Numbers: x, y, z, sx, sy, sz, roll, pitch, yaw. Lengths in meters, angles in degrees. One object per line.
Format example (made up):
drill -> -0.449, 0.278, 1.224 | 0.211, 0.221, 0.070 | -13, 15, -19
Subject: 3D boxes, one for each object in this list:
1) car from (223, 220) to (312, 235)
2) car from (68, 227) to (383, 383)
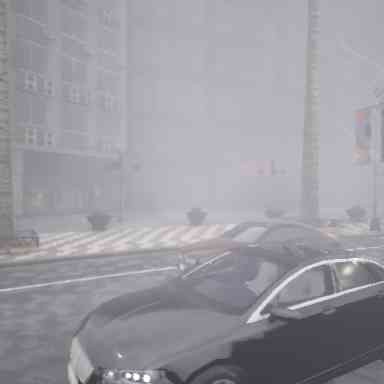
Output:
car -> 1.873, 1.478, 8.705 | 4.674, 1.442, 1.812 | 0, 0, -26
car -> 1.039, 1.467, 4.271 | 4.902, 1.511, 2.128 | 0, 0, -29
